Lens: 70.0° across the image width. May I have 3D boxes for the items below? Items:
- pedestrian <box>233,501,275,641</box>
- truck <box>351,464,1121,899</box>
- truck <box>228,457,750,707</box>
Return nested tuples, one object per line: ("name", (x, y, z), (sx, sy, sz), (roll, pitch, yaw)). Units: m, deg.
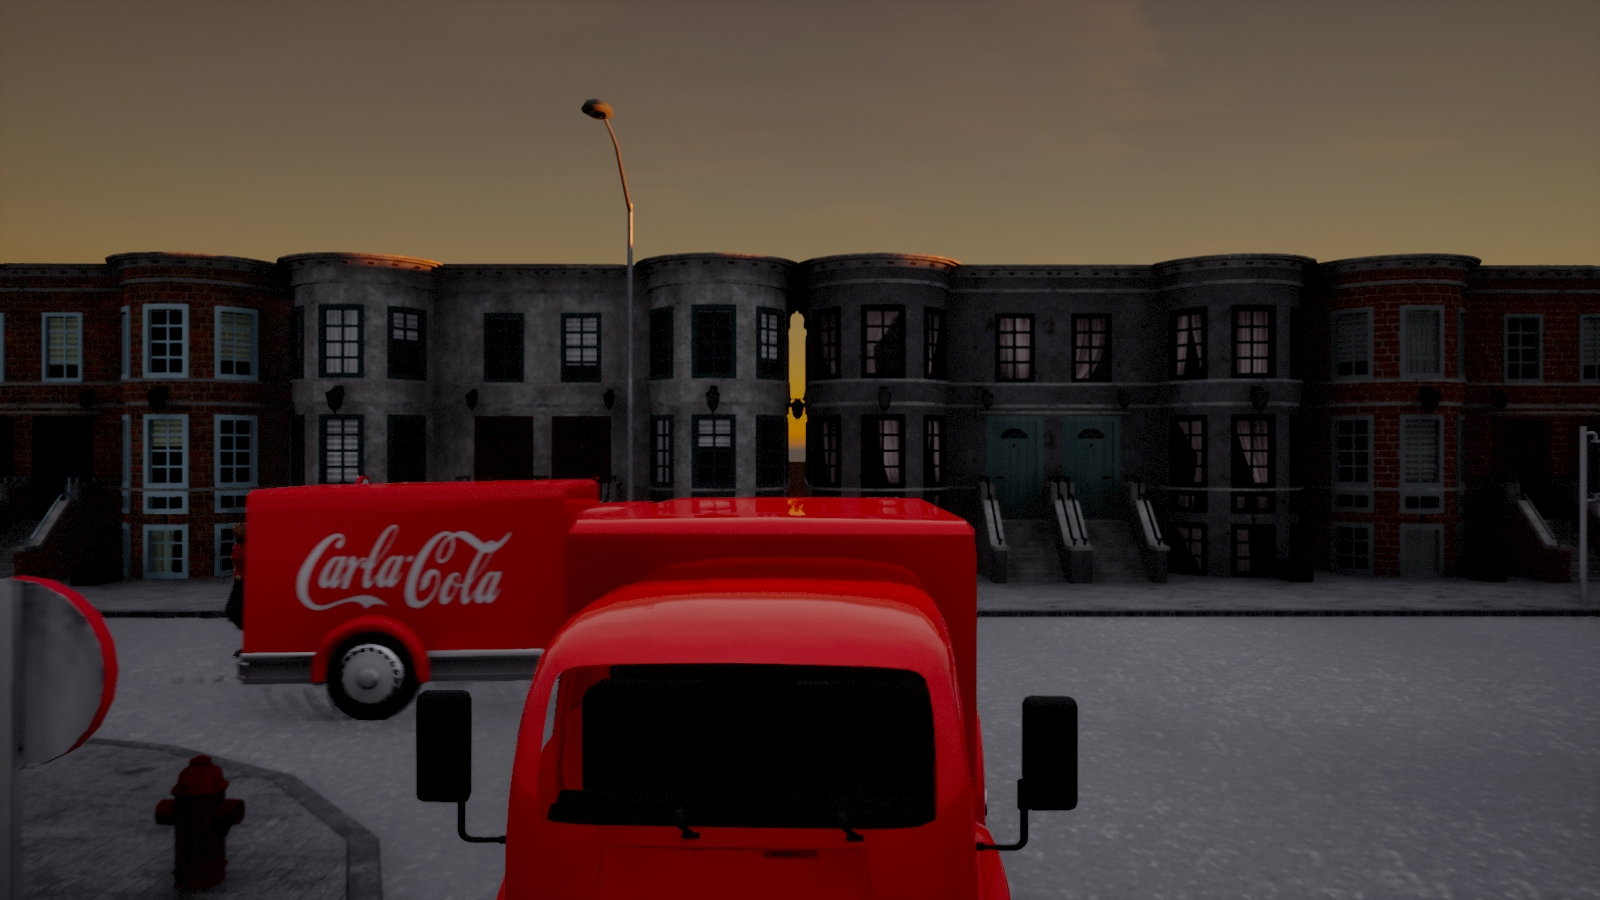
("pedestrian", (-7.422, 1.629, 15.532), (0.375, 1.860, 0.375), (0, 0, 30))
("truck", (-0.123, 1.348, 6.483), (2.627, 2.467, 5.204), (0, 0, 2))
("truck", (-3.235, 1.359, 13.006), (5.204, 2.467, 2.627), (-1, 0, 0))
